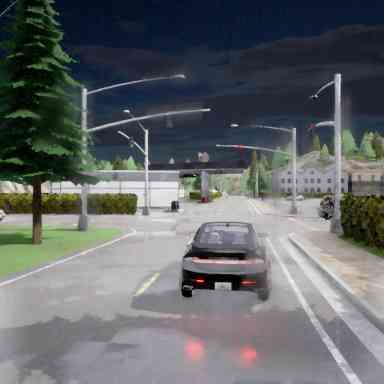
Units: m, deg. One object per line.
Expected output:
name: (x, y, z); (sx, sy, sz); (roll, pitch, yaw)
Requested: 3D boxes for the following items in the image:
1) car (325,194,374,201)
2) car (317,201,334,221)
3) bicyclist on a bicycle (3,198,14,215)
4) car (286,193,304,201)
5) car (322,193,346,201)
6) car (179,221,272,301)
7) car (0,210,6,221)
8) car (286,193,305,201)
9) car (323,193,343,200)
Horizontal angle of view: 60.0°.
car: (18.325, 1.340, 38.627); (4.514, 1.523, 2.007); (0, 0, 8)
car: (12.113, 1.601, 25.349); (4.718, 1.301, 1.895); (0, 0, 10)
bicyclist on a bicycle: (-17.932, 1.453, 32.567); (0.582, 1.620, 1.656); (0, 0, 7)
car: (23.431, 1.361, 75.671); (3.806, 1.475, 1.970); (0, 0, 8)
car: (31.833, 1.097, 74.527); (4.605, 1.855, 1.932); (0, 0, 8)
car: (0.893, 1.492, 8.427); (2.128, 1.511, 4.902); (0, 0, 8)
car: (-16.558, 1.526, 25.230); (4.674, 1.442, 1.812); (0, 0, 8)
car: (24.500, 1.077, 78.878); (3.866, 1.878, 1.905); (0, 0, 8)
car: (18.710, 1.330, 41.740); (5.027, 1.636, 2.152); (0, 0, 8)
